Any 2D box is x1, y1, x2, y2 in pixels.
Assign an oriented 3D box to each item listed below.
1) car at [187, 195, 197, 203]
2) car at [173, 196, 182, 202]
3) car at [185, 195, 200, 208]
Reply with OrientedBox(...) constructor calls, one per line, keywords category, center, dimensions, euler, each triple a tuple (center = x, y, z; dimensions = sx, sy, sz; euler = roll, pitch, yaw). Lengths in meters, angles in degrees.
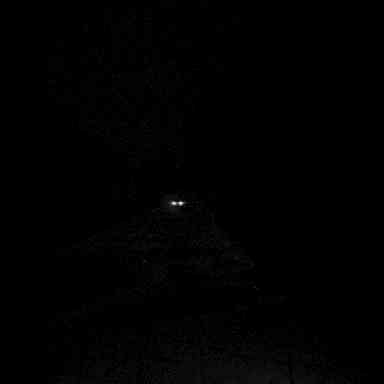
OrientedBox(category="car", center=(0.062, 1.307, 65.832), dimensions=(1.882, 1.535, 5.008), euler=(0, 0, 0))
OrientedBox(category="car", center=(-3.037, 1.420, 69.568), dimensions=(1.895, 1.301, 4.718), euler=(0, 0, 0))
OrientedBox(category="car", center=(0.075, 1.416, 45.290), dimensions=(2.033, 1.411, 5.357), euler=(0, 0, 0))
